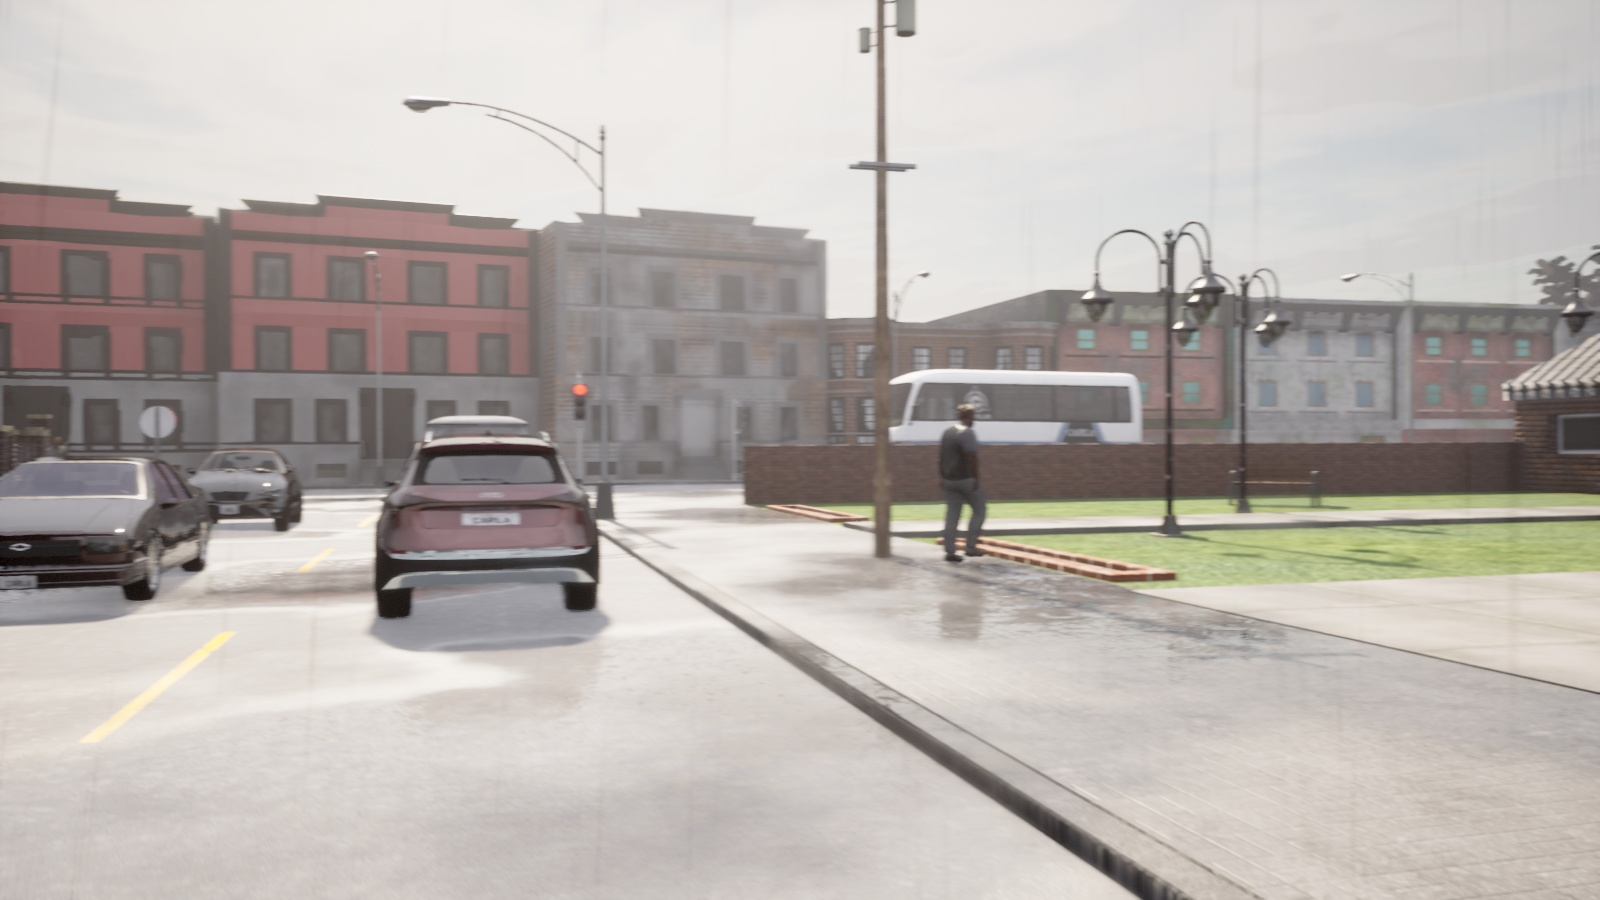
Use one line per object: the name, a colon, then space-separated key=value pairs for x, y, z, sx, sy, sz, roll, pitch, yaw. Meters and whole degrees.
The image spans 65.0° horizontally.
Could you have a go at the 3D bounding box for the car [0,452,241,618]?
car: x=-7.538 y=0.746 z=13.570 sx=2.033 sy=1.411 sz=5.357 roll=0 pitch=0 yaw=-16

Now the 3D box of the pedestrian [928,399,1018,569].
pedestrian: x=1.978 y=0.379 z=14.380 sx=0.849 sy=1.883 sz=0.563 roll=0 pitch=0 yaw=-30

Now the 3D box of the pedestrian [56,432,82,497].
pedestrian: x=-21.057 y=0.411 z=36.167 sx=0.540 sy=1.848 sz=0.694 roll=0 pitch=0 yaw=-38

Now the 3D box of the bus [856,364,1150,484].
bus: x=7.653 y=-0.890 z=47.708 sx=10.273 sy=4.253 sz=3.944 roll=0 pitch=0 yaw=-15

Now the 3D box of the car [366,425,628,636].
car: x=-3.019 y=0.622 z=12.400 sx=2.033 sy=1.649 sz=4.856 roll=0 pitch=0 yaw=-15

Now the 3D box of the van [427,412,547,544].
van: x=-5.320 y=0.407 z=21.309 sx=1.775 sy=1.987 sz=4.442 roll=0 pitch=0 yaw=-14

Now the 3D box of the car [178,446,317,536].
car: x=-9.994 y=0.672 z=23.012 sx=1.816 sy=1.474 sz=4.193 roll=0 pitch=0 yaw=-17
